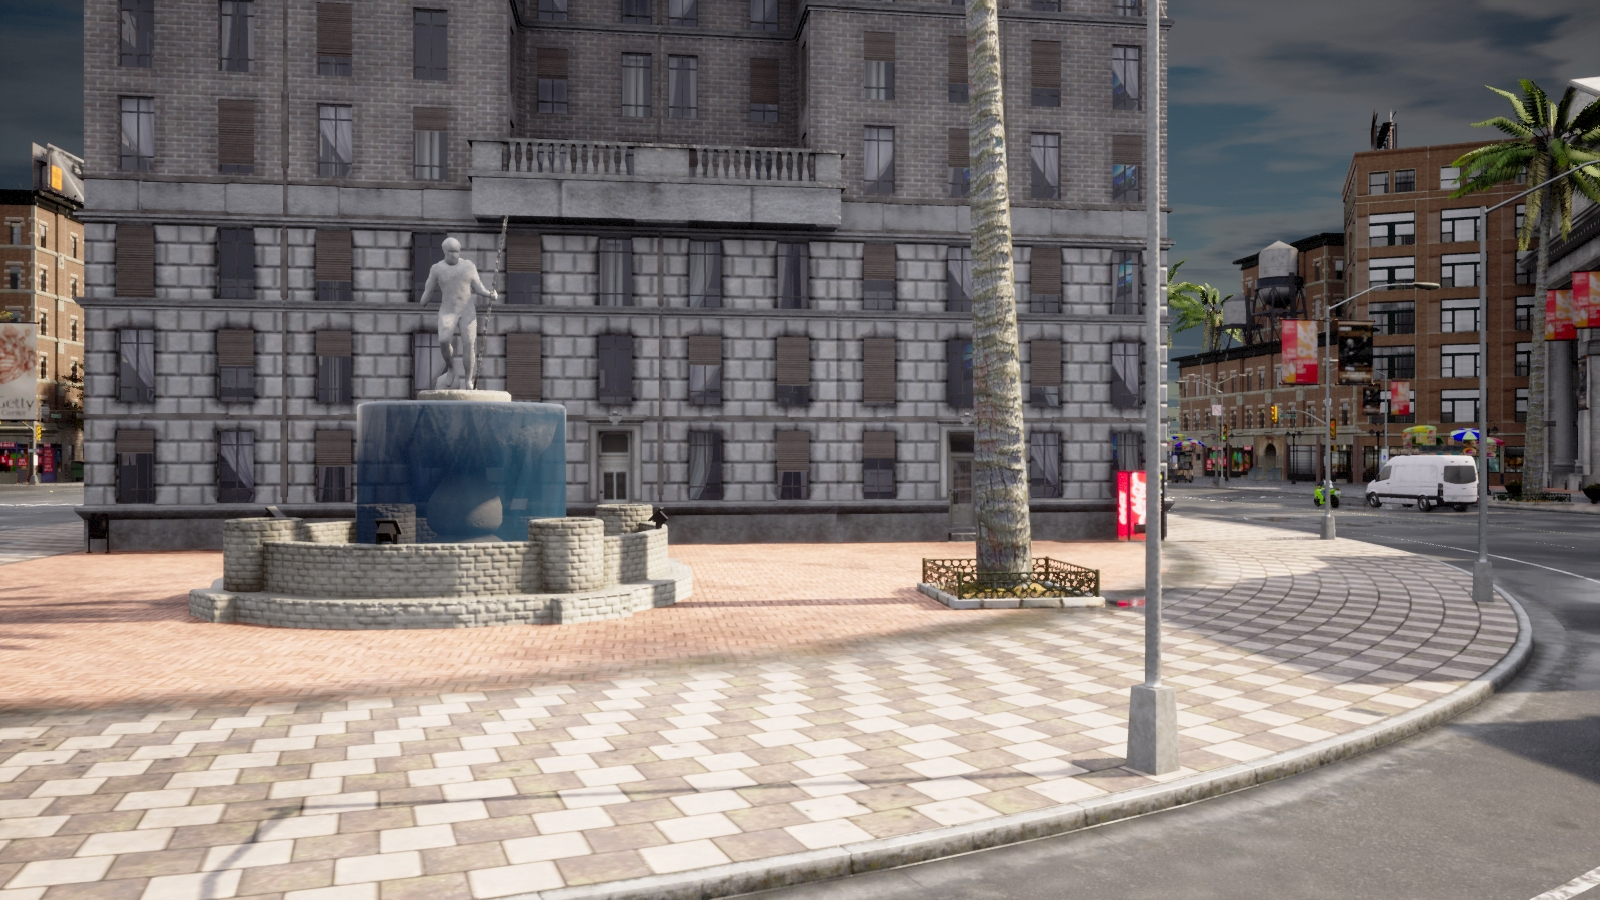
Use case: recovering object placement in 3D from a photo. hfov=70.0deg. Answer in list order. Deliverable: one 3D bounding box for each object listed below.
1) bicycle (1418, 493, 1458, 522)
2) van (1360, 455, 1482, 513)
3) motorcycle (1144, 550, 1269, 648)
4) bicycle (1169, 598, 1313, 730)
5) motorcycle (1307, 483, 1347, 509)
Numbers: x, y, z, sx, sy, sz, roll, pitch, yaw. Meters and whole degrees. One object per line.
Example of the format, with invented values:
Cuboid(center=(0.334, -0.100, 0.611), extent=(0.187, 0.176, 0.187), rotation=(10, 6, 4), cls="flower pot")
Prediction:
Cuboid(center=(25.048, 2.256, 44.860), extent=(0.859, 1.080, 1.487), rotation=(0, 0, 7), cls="bicycle")
Cuboid(center=(29.228, 1.534, 54.041), extent=(1.988, 2.561, 5.915), rotation=(0, 0, -7), cls="van")
Cuboid(center=(6.051, 2.182, 16.975), extent=(1.805, 1.236, 0.856), rotation=(0, -1, -36), cls="motorcycle")
Cuboid(center=(4.622, 2.206, 11.942), extent=(1.643, 1.196, 0.373), rotation=(0, 0, -25), cls="bicycle")
Cuboid(center=(25.547, 2.213, 55.424), extent=(0.803, 1.145, 2.033), rotation=(0, 0, -7), cls="motorcycle")
